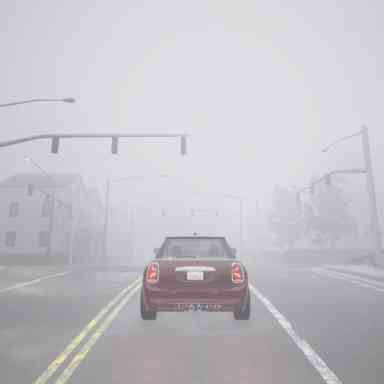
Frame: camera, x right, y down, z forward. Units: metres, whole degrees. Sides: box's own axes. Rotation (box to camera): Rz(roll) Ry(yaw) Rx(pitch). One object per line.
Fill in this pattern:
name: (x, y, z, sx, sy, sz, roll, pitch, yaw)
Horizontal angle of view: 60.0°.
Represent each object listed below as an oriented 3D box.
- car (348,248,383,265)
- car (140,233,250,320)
car: (16.226, 5.692, 29.054, 4.892, 1.490, 1.837, 0, -12, 1)
car: (0.078, 1.790, 8.229, 2.097, 1.767, 4.553, 0, -6, 0)
